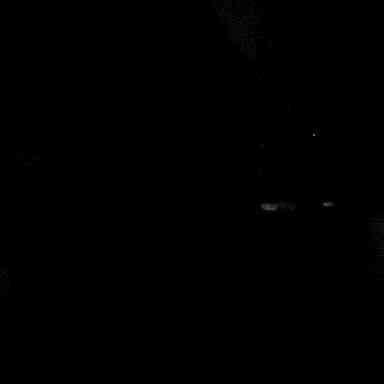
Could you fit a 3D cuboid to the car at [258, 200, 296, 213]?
[{"bbox_3d":[9.519,1.586,37.727,1.812,1.442,4.674,1,0,-36],"label":"car"}]
